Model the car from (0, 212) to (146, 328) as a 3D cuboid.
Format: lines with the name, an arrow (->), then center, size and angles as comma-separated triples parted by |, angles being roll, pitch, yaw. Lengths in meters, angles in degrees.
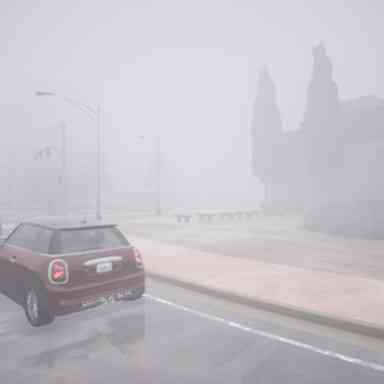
car -> -3.044, 1.351, 7.341 | 4.553, 1.767, 2.097 | 0, 0, 45
